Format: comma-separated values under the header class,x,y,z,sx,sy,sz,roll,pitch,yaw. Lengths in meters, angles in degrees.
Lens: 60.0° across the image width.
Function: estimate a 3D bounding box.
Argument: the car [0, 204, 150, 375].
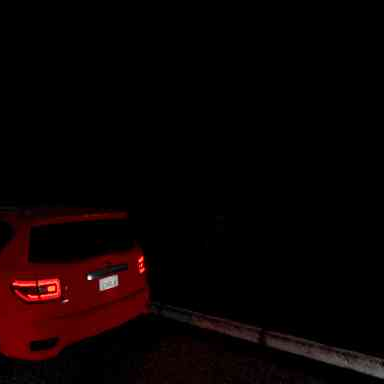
class,x,y,z,sx,sy,sz,roll,pitch,yaw
car,-3.237,1.229,5.686,5.566,2.045,2.150,0,0,35
